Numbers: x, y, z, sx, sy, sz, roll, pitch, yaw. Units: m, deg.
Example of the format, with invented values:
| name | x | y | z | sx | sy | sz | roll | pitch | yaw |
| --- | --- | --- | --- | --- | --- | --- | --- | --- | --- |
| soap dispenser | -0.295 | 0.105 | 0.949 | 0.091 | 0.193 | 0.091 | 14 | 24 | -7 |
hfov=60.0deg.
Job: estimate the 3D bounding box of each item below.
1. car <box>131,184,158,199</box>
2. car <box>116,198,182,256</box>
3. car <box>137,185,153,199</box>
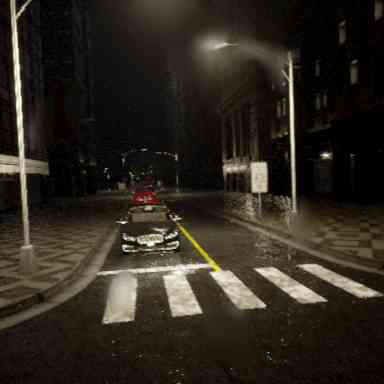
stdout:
| name | x | y | z | sx | sy | sz | roll | pitch | yaw |
| --- | --- | --- | --- | --- | --- | --- | --- | --- | --- |
| car | -4.522 | 0.427 | 31.893 | 2.150 | 2.045 | 5.566 | -3 | 2 | -8 |
| car | -1.550 | 1.192 | 11.978 | 1.837 | 1.490 | 4.892 | -3 | 2 | -8 |
| car | -6.887 | -0.039 | 48.411 | 2.097 | 1.767 | 4.553 | -3 | 2 | -8 |
